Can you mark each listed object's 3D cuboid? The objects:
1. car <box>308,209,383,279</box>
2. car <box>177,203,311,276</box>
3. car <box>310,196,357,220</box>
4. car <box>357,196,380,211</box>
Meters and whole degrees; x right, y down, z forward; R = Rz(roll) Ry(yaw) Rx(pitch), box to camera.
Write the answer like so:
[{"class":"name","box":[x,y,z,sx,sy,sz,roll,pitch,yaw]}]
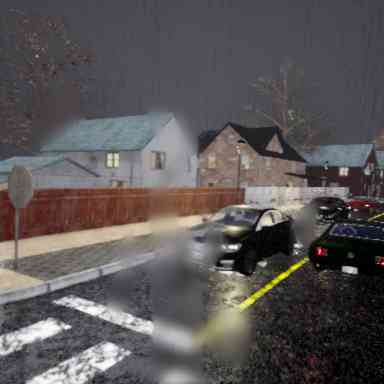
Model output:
[{"class":"car","box":[4.749,1.421,9.266,1.895,1.301,4.718,4,3,33]},{"class":"car","box":[1.516,1.155,9.505,2.128,1.511,4.902,4,3,34]},{"class":"car","box":[7.282,1.039,18.010,1.837,1.490,4.892,4,3,35]},{"class":"car","box":[13.686,1.022,26.718,1.895,1.301,4.718,5,3,38]}]
